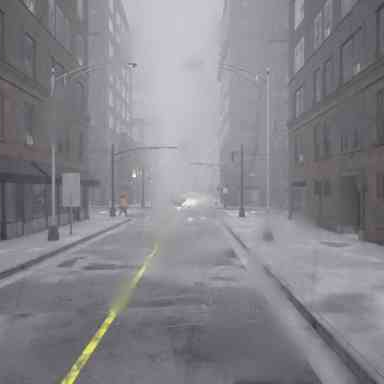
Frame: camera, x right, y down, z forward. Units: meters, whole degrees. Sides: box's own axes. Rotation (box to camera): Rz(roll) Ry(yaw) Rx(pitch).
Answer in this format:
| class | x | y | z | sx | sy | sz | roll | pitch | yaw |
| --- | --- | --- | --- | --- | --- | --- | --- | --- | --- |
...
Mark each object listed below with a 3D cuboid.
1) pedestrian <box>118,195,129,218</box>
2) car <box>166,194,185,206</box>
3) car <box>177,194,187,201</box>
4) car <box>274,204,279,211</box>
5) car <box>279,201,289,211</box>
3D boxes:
| class | x | y | z | sx | sy | sz | roll | pitch | yaw |
| --- | --- | --- | --- | --- | --- | --- | --- | --- | --- |
| pedestrian | -5.349 | 1.118 | 25.949 | 0.375 | 1.860 | 0.375 | 0 | 0 | 0 |
| car | -2.702 | 1.272 | 51.035 | 2.097 | 1.767 | 4.553 | 0 | 0 | 2 |
| car | -2.318 | 1.357 | 80.398 | 2.128 | 1.511 | 4.902 | 0 | 0 | 0 |
| car | 11.998 | 1.647 | 39.993 | 4.206 | 1.307 | 1.802 | 1 | 0 | 1 |
| car | 12.804 | 1.583 | 37.404 | 4.902 | 1.511 | 2.128 | 1 | 0 | 1 |
